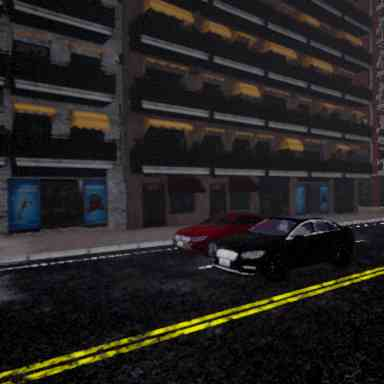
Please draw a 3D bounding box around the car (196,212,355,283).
[{"bbox_3d":[2.796,1.465,9.674,4.902,1.511,2.128,0,0,-36],"label":"car"}]

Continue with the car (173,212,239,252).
[{"bbox_3d":[1.485,1.497,12.717,4.674,1.442,1.812,0,0,-36],"label":"car"}]
